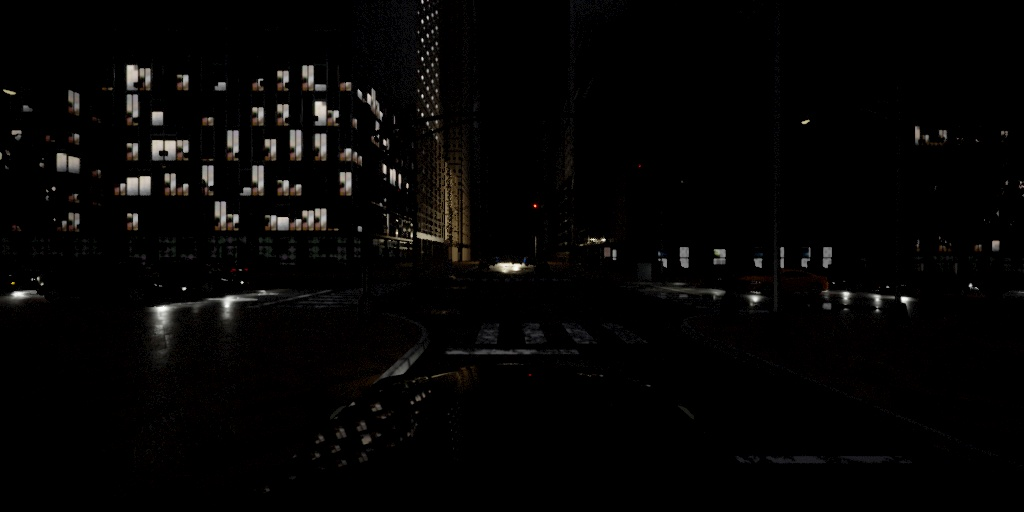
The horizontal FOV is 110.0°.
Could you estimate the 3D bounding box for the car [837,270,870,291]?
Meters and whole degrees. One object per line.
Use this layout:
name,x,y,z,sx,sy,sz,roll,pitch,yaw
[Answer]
car,25.615,1.736,25.971,4.892,1.490,1.837,1,0,-3

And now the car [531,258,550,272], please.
car,3.873,1.324,46.646,1.948,1.339,4.313,0,0,0

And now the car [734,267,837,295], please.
car,16.729,1.552,22.295,5.008,1.535,1.882,1,0,-3

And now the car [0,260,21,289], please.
car,-24.599,0.886,16.879,4.181,1.385,1.994,1,0,-3

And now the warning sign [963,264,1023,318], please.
warning sign,17.261,1.203,12.860,1.060,1.860,1.300,0,0,-3

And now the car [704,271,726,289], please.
car,16.320,1.543,25.529,5.008,1.535,1.882,1,0,-3

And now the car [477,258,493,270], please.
car,-4.087,1.337,52.129,1.802,1.307,4.207,0,0,0

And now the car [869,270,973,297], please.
car,26.128,1.747,22.743,4.892,1.490,1.837,1,0,-3

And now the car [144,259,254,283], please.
car,-20.601,0.940,23.774,5.357,1.411,2.033,1,0,-3

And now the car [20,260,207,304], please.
car,-15.373,0.997,14.059,4.892,1.490,1.837,1,0,-3

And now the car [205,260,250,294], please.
car,-15.525,0.993,17.306,4.892,1.490,1.837,1,0,-3
